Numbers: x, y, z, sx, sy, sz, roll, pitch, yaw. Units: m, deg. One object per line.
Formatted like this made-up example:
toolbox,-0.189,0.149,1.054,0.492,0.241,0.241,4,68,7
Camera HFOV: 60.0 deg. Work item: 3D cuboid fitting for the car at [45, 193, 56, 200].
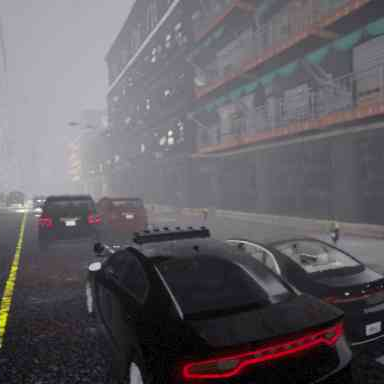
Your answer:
car,-30.585,0.990,71.990,1.887,1.381,4.507,-2,1,-26

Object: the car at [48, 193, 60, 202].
car,-25.763,1.034,61.990,1.752,1.417,4.829,-2,1,-26

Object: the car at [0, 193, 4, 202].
car,-33.241,1.071,58.200,2.192,1.841,5.009,-2,1,-26

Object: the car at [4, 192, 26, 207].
car,-25.119,0.973,47.534,2.150,2.045,5.566,-2,1,-26

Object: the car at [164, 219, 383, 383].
car,1.241,1.404,5.991,2.008,1.369,4.403,-2,1,-26

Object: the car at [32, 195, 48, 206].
car,-22.921,1.204,49.903,2.033,1.411,5.357,-2,1,-26

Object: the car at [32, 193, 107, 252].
car,-4.963,1.082,13.637,2.150,2.045,5.566,-3,2,-20

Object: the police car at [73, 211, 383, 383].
police car,-0.331,1.336,4.802,1.930,1.638,5.238,-2,1,-26

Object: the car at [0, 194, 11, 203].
car,-35.687,1.164,63.278,1.967,1.590,4.097,-2,1,-26

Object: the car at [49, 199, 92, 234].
car,-7.188,1.277,19.342,1.801,1.575,5.366,-2,1,-26

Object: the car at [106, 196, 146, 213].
car,-3.660,1.108,16.141,2.192,1.841,5.009,-2,1,-26

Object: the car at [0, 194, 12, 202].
car,-38.133,1.236,68.357,1.887,1.381,4.507,-2,1,-26
